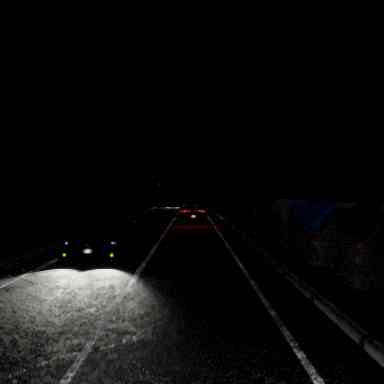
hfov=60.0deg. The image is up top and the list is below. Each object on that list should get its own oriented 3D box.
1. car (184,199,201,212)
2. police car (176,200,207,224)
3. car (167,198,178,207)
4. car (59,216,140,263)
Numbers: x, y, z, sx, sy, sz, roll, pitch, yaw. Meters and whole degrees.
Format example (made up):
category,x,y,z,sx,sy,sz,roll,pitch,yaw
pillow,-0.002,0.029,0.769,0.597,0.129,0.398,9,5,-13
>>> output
category,x,y,z,sx,sy,sz,roll,pitch,yaw
car,0.091,1.670,42.847,2.033,1.411,5.357,0,0,0
police car,0.095,1.534,25.091,2.038,1.542,4.974,0,-1,0
car,-3.064,1.721,54.507,2.033,1.411,5.357,0,0,1
car,-3.102,1.568,11.893,1.994,1.385,4.181,0,0,0
